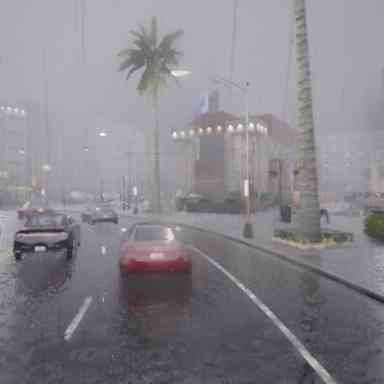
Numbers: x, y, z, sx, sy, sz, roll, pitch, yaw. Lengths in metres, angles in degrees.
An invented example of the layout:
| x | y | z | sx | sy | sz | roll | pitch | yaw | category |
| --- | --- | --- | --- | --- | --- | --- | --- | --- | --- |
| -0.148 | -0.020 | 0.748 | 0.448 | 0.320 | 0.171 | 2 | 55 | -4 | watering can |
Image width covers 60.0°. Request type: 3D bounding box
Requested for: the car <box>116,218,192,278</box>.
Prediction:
| x | y | z | sx | sy | sz | roll | pitch | yaw | category |
| --- | --- | --- | --- | --- | --- | --- | --- | --- | --- |
| -1.257 | 1.610 | 10.469 | 1.994 | 1.385 | 4.181 | 0 | 0 | -11 | car |

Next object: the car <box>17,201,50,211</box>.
| x | y | z | sx | sy | sz | roll | pitch | yaw | category |
| --- | --- | --- | --- | --- | --- | --- | --- | --- | --- |
| -13.204 | 1.505 | 27.910 | 2.097 | 1.767 | 4.553 | 0 | 0 | -37 | car |

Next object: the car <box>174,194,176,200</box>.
| x | y | z | sx | sy | sz | roll | pitch | yaw | category |
| --- | --- | --- | --- | --- | --- | --- | --- | --- | --- |
| -2.398 | 1.678 | 63.880 | 4.674 | 1.452 | 2.002 | 0 | 0 | 31 | car |

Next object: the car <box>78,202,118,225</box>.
| x | y | z | sx | sy | sz | roll | pitch | yaw | category |
| --- | --- | --- | --- | --- | --- | --- | --- | --- | --- |
| -7.116 | 1.687 | 25.259 | 1.994 | 1.385 | 4.181 | 0 | 0 | -31 | car |

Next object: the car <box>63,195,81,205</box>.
| x | y | z | sx | sy | sz | roll | pitch | yaw | category |
| --- | --- | --- | --- | --- | --- | --- | --- | --- | --- |
| -22.648 | 1.576 | 62.866 | 4.553 | 1.767 | 2.185 | 0 | 0 | 31 | car |

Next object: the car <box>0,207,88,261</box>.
| x | y | z | sx | sy | sz | roll | pitch | yaw | category |
| --- | --- | --- | --- | --- | --- | --- | --- | --- | --- |
| -5.323 | 1.559 | 12.668 | 2.128 | 1.511 | 4.902 | 0 | 0 | -15 | car |
